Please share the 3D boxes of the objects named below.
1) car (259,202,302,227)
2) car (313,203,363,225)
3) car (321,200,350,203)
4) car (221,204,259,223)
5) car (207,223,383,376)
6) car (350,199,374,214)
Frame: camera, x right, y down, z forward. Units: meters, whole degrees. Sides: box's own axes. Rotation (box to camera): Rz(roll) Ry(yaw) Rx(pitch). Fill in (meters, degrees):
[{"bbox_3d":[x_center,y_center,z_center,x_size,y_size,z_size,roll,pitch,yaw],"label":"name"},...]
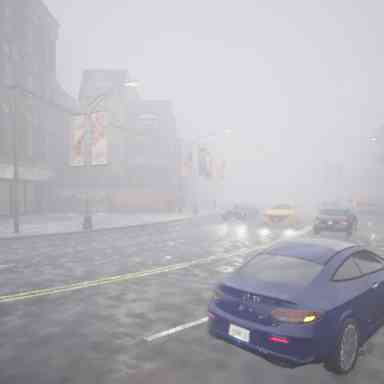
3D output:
[{"bbox_3d":[6.382,1.463,23.151,1.882,1.535,5.008,0,0,26],"label":"car"},{"bbox_3d":[7.974,1.538,18.344,2.033,1.411,5.357,0,0,30],"label":"car"},{"bbox_3d":[13.582,1.530,32.763,2.033,1.411,5.357,0,0,12],"label":"car"},{"bbox_3d":[3.859,1.582,25.901,1.895,1.301,4.718,0,0,25],"label":"car"},{"bbox_3d":[2.231,1.522,5.603,4.674,1.442,1.812,0,0,-44],"label":"car"},{"bbox_3d":[17.551,1.460,35.263,1.882,1.535,5.008,0,0,9],"label":"car"}]
